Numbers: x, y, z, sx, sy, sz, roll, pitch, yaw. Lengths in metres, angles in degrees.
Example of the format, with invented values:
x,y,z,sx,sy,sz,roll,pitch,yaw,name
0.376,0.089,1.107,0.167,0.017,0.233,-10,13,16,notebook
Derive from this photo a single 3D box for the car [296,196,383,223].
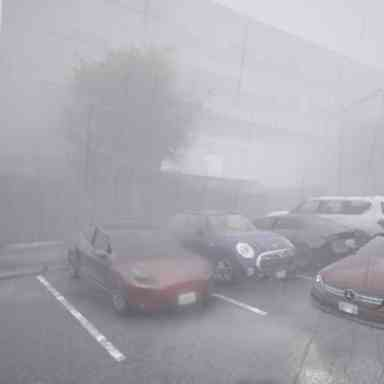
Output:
x,y,z,sx,sy,sz,roll,pitch,yaw,name
5.325,1.164,12.784,2.435,2.045,5.566,0,0,-35,car

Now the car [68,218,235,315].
x,y,z,sx,sy,sz,roll,pitch,yaw,name
-1.469,1.492,7.878,2.163,1.488,4.792,0,0,-35,car

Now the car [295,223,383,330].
x,y,z,sx,sy,sz,roll,pitch,yaw,name
4.268,1.486,6.413,4.674,1.442,1.812,0,0,-35,car

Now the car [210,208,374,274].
x,y,z,sx,sy,sz,roll,pitch,yaw,name
3.050,1.460,11.167,2.163,1.488,4.792,0,0,-35,car
